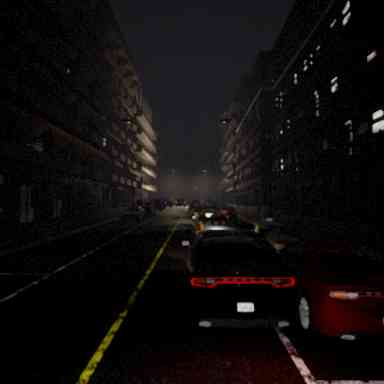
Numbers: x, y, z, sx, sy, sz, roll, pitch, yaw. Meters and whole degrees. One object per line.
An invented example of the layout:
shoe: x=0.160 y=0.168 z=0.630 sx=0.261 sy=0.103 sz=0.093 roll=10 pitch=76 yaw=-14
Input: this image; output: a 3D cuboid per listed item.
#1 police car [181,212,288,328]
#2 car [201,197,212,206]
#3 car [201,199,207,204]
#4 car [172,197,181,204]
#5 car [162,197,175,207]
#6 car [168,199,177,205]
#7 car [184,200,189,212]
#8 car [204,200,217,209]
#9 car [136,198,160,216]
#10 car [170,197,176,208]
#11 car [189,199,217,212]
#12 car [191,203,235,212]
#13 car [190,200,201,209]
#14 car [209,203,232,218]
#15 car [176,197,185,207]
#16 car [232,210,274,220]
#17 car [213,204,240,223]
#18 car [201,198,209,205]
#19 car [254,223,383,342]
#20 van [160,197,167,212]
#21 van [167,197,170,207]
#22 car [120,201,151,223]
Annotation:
police car: x=0.792 y=1.490 z=7.416 sx=1.930 sy=1.638 sz=5.238 roll=0 pitch=0 yaw=0
car: x=3.216 y=2.067 z=72.989 sx=2.192 sy=1.841 sz=5.009 roll=1 pitch=-1 yaw=1
car: x=3.405 y=2.619 z=95.110 sx=1.802 sy=1.307 sz=4.206 roll=1 pitch=-1 yaw=1
car: x=-4.435 y=2.371 z=95.237 sx=2.192 sy=1.841 sz=5.009 roll=1 pitch=-1 yaw=1
car: x=-4.678 y=2.020 z=67.587 sx=2.192 sy=1.841 sz=5.009 roll=1 pitch=-1 yaw=1
car: x=-4.586 y=2.405 z=78.646 sx=1.947 sy=1.339 sz=4.313 roll=1 pitch=-1 yaw=1
car: x=0.418 y=1.976 z=44.386 sx=2.033 sy=1.411 sz=5.357 roll=0 pitch=-1 yaw=1
car: x=3.099 y=2.102 z=56.395 sx=1.887 sy=1.381 sz=4.507 roll=1 pitch=-1 yaw=1
car: x=-4.969 y=1.652 z=34.410 sx=2.192 sy=1.841 sz=5.009 roll=1 pitch=-1 yaw=1
car: x=-4.727 y=1.955 z=62.058 sx=2.192 sy=1.841 sz=5.009 roll=1 pitch=-1 yaw=1
car: x=1.047 y=1.564 z=23.281 sx=2.097 sy=1.767 sz=4.553 roll=0 pitch=-1 yaw=1
car: x=0.997 y=1.612 z=17.500 sx=1.801 sy=1.575 sz=5.366 roll=0 pitch=-1 yaw=1
car: x=0.530 y=2.086 z=58.035 sx=1.837 sy=1.490 sz=4.892 roll=0 pitch=-1 yaw=1
car: x=2.904 y=1.869 z=34.275 sx=2.008 sy=1.369 sz=4.403 roll=1 pitch=-1 yaw=1
car: x=-2.168 y=2.009 z=63.997 sx=2.097 sy=1.767 sz=4.553 roll=0 pitch=-1 yaw=1
car: x=2.712 y=1.630 z=12.325 sx=1.752 sy=1.417 sz=4.829 roll=1 pitch=-1 yaw=1
car: x=2.855 y=1.808 z=28.744 sx=1.887 sy=1.381 sz=4.507 roll=1 pitch=-1 yaw=1
car: x=3.310 y=2.331 z=84.050 sx=1.967 sy=1.590 sz=4.097 roll=1 pitch=-1 yaw=1
car: x=2.661 y=1.598 z=6.623 sx=1.887 sy=1.381 sz=4.507 roll=1 pitch=-1 yaw=1
van: x=-4.873 y=1.793 z=45.467 sx=1.690 sy=1.788 sz=3.998 roll=1 pitch=-1 yaw=1
van: x=-4.825 y=1.854 z=50.998 sx=1.690 sy=1.788 sz=3.998 roll=1 pitch=-1 yaw=1
car: x=-5.025 y=1.806 z=28.706 sx=1.752 sy=1.417 sz=4.829 roll=1 pitch=-1 yaw=1
